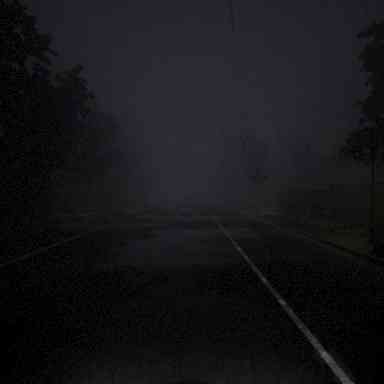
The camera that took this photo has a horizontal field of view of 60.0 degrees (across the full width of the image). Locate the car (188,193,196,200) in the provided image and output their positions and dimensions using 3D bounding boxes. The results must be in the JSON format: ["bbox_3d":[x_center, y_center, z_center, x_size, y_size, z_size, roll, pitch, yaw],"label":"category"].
[{"bbox_3d":[0.020,1.080,75.861,1.812,1.442,4.674,0,0,0],"label":"car"}]

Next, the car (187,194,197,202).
[{"bbox_3d":[0.017,1.296,65.861,1.994,1.385,4.181,0,0,0],"label":"car"}]
